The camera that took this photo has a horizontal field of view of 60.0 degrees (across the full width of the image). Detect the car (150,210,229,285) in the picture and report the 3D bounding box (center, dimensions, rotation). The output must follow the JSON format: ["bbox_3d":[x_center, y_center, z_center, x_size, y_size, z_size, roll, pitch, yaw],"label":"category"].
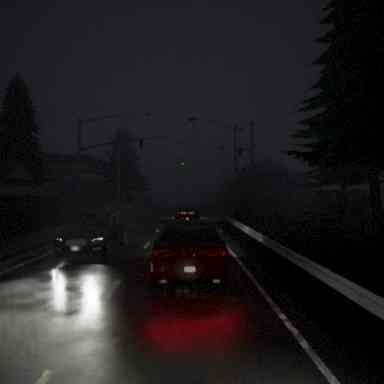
[{"bbox_3d":[-0.079,1.537,9.716,1.882,1.535,5.008,0,0,-1],"label":"car"}]

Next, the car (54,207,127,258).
[{"bbox_3d":[-3.801,1.572,13.182,2.128,1.511,4.902,0,0,-1],"label":"car"}]

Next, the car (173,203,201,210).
[{"bbox_3d":[-0.359,1.655,25.815,1.837,1.490,4.892,0,0,-1],"label":"car"}]

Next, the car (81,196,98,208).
[{"bbox_3d":[-15.423,1.616,49.886,1.905,1.878,3.866,0,0,-2],"label":"car"}]

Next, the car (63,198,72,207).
[{"bbox_3d":[-21.207,1.809,54.058,2.242,1.667,4.611,0,0,-2],"label":"car"}]
